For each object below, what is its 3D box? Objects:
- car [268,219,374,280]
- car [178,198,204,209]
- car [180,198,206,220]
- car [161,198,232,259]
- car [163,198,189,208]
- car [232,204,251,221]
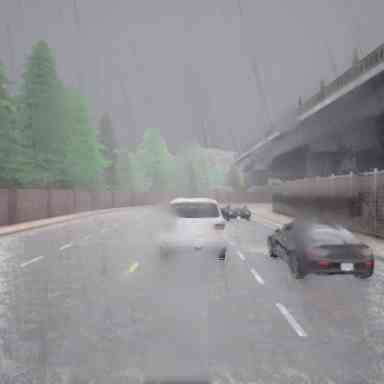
[{"bbox_3d":[3.569,1.544,9.910,1.812,1.442,4.674,0,0,0],"label":"car"},{"bbox_3d":[-0.069,1.610,46.916,1.812,1.442,4.674,0,0,26],"label":"car"},{"bbox_3d":[0.095,1.404,28.953,2.097,1.767,4.553,0,0,0],"label":"car"},{"bbox_3d":[0.067,1.244,12.795,2.150,2.045,5.566,0,0,0],"label":"car"},{"bbox_3d":[-2.330,1.616,50.152,1.812,1.442,4.674,0,0,29],"label":"car"},{"bbox_3d":[3.586,1.651,27.572,1.895,1.301,4.718,0,0,0],"label":"car"}]
